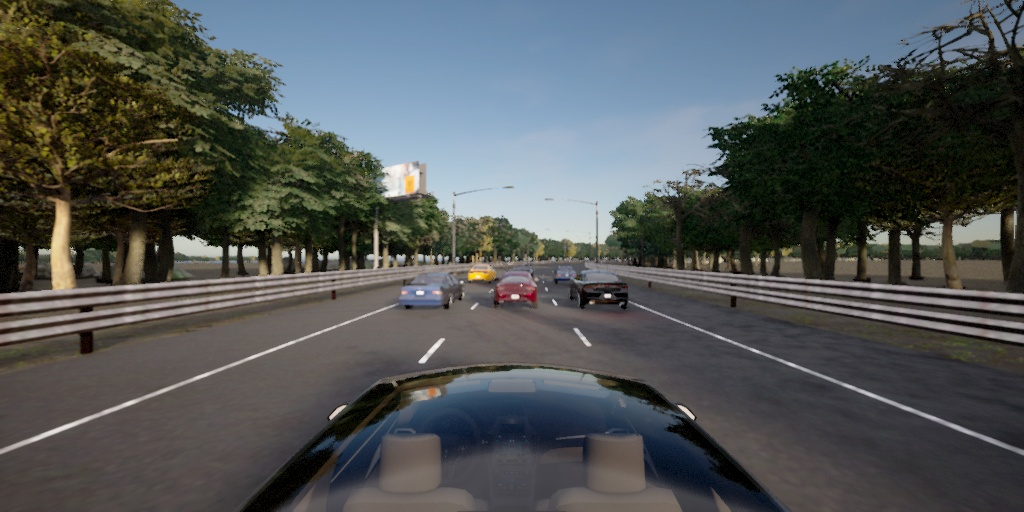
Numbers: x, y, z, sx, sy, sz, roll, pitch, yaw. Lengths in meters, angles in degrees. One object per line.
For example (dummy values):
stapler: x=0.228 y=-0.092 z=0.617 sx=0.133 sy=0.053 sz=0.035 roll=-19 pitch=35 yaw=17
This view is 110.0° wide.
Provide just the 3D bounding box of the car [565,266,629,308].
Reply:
car: x=3.707 y=1.363 z=16.014 sx=1.882 sy=1.535 sz=5.008 roll=0 pitch=0 yaw=2

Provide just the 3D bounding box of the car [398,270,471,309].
car: x=-3.313 y=1.428 z=15.743 sx=2.033 sy=1.411 sz=5.357 roll=0 pitch=-1 yaw=2

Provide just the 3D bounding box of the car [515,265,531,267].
car: x=0.943 y=1.517 z=30.730 sx=2.128 sy=1.511 sz=4.902 roll=0 pitch=0 yaw=4

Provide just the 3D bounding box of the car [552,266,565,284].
car: x=4.409 y=1.568 z=30.187 sx=2.033 sy=1.411 sz=5.357 roll=0 pitch=-1 yaw=4

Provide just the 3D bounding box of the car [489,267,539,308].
car: x=0.204 y=1.410 z=16.017 sx=1.812 sy=1.442 sz=4.674 roll=0 pitch=0 yaw=2

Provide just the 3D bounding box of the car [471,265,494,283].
car: x=-2.535 y=1.505 z=31.136 sx=1.882 sy=1.535 sz=5.008 roll=0 pitch=0 yaw=4
